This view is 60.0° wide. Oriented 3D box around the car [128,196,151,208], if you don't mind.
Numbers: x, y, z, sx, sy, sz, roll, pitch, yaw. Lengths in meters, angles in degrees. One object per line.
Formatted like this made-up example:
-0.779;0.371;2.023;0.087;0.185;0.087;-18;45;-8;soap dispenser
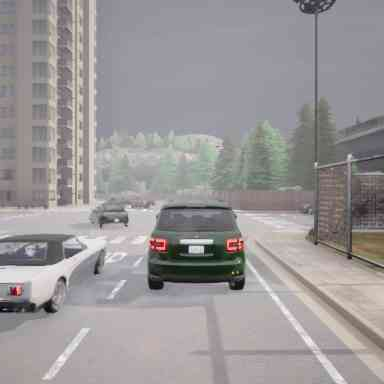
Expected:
-7.009;1.352;45.805;2.097;1.767;4.553;0;0;0;car

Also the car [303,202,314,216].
12.973;1.547;29.738;4.902;1.511;2.128;0;0;0;car

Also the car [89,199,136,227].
-5.729;1.507;22.629;2.128;1.511;4.902;0;0;-26;car

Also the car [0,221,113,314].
-3.383;1.601;7.560;1.895;1.301;4.718;0;0;0;car

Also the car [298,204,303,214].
13.020;1.407;33.236;4.553;1.767;2.097;0;0;0;car

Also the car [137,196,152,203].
-9.775;1.600;68.854;1.895;1.301;4.718;0;0;-23;car

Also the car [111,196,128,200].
-10.505;1.505;46.189;1.837;1.490;4.892;0;0;0;car

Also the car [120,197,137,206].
-10.624;1.547;55.927;2.033;1.411;5.357;0;0;-3;car

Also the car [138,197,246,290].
0.122;1.221;9.214;2.150;2.045;5.566;0;0;1;car

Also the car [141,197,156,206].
-7.138;1.547;55.289;2.033;1.411;5.357;0;0;-2;car

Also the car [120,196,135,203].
-13.266;1.547;68.031;2.033;1.411;5.357;0;0;-23;car
